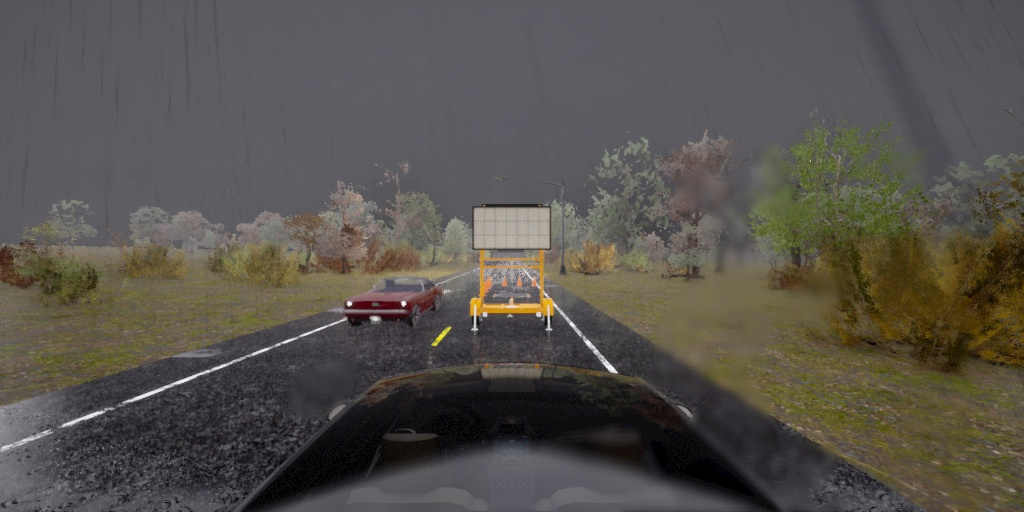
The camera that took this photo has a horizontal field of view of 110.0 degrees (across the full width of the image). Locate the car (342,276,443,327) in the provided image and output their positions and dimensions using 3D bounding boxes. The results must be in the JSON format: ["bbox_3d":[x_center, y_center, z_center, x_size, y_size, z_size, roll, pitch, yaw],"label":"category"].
[{"bbox_3d":[-3.602,1.350,11.674,1.895,1.301,4.718,0,0,0],"label":"car"}]

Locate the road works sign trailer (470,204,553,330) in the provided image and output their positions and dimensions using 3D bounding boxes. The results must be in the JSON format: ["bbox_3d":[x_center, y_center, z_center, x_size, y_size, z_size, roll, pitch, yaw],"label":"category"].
[{"bbox_3d":[-0.003,0.214,11.055,2.380,3.560,2.880,0,0,0],"label":"road works sign trailer"}]

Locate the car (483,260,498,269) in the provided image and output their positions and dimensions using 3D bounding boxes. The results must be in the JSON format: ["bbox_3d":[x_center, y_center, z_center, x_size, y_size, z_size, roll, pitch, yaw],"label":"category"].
[{"bbox_3d":[-3.614,1.316,54.905,1.994,1.385,4.181,0,0,0],"label":"car"}]
